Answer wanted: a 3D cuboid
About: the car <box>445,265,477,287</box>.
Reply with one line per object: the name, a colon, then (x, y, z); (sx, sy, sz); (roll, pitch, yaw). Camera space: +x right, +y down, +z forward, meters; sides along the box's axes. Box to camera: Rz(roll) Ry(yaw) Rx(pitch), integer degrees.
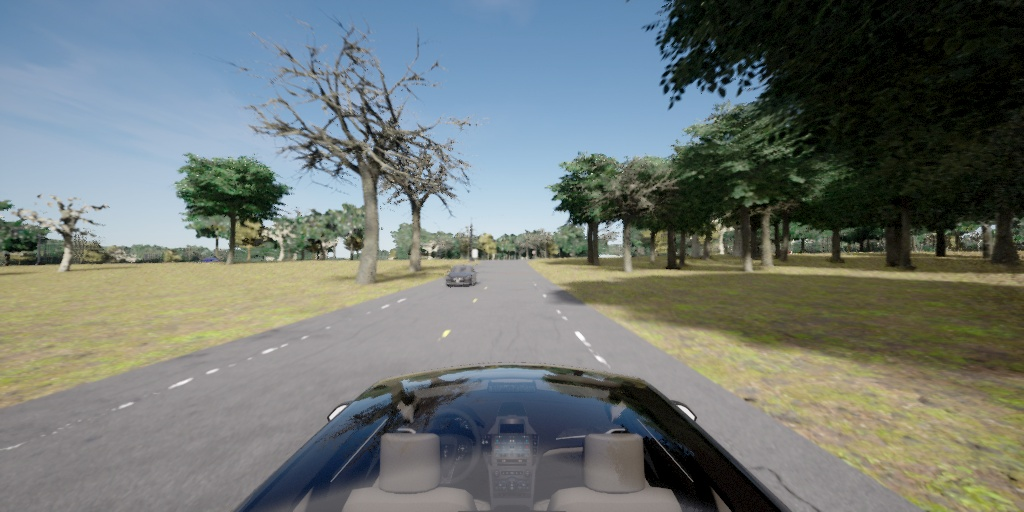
car: (-3.600, 1.403, 26.140); (1.837, 1.490, 4.892); (0, 0, 0)
